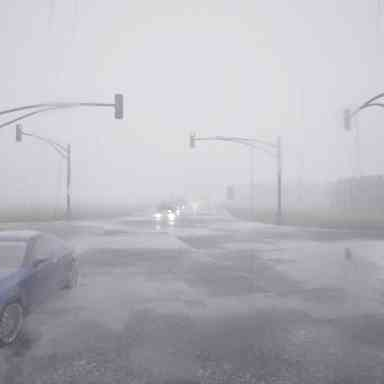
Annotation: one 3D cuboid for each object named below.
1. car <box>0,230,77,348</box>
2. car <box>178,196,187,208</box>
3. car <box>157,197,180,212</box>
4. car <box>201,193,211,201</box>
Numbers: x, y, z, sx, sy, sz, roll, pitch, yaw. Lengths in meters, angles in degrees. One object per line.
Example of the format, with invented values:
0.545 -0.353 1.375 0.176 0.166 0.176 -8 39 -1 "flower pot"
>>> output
-3.590 1.527 6.367 1.812 1.442 4.674 0 0 -3 "car"
-2.358 1.486 47.560 2.128 1.511 4.902 0 0 3 "car"
-2.812 1.600 38.245 1.895 1.301 4.718 0 0 3 "car"
3.362 1.191 79.079 2.150 2.045 5.566 0 0 5 "car"
